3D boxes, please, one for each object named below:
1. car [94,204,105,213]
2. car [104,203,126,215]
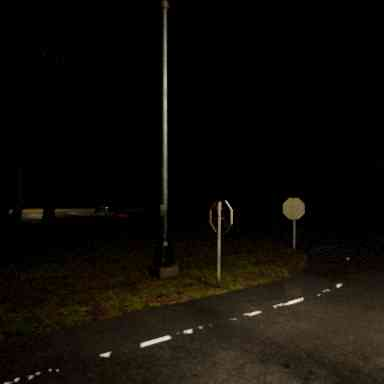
[{"bbox_3d":[-16.430,2.923,61.290,2.097,1.767,4.553,2,-2,-33],"label":"car"},{"bbox_3d":[-12.540,2.961,55.453,1.837,1.490,4.892,2,-2,-33],"label":"car"}]
